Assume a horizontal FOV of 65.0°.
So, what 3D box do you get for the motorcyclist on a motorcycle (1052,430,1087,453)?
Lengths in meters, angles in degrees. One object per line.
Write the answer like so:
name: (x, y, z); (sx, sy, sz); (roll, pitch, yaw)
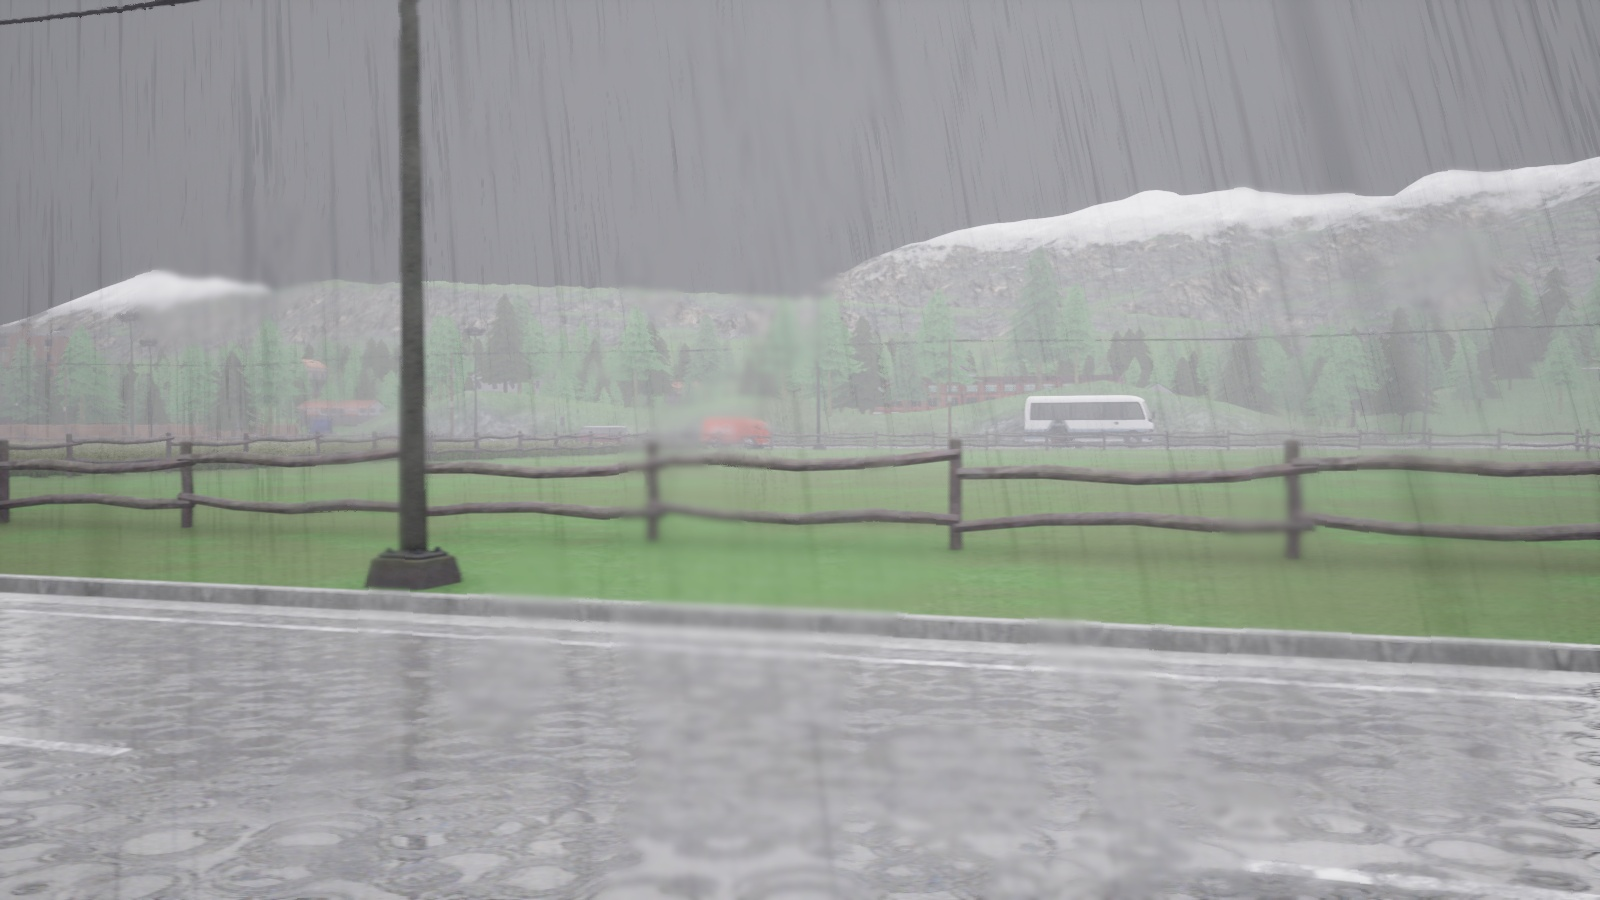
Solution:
motorcyclist on a motorcycle: (19.593, -0.612, 91.334); (2.350, 1.649, 0.766); (1, 1, 18)
